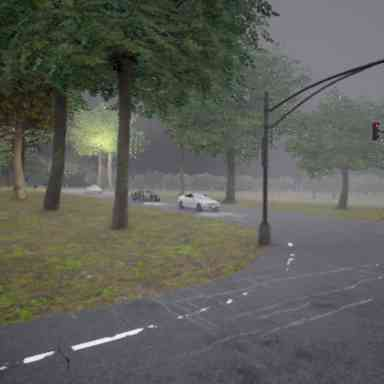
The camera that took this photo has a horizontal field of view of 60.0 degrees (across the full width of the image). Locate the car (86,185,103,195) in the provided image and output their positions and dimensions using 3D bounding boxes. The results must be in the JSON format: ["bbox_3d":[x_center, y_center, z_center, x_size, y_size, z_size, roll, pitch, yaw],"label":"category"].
[{"bbox_3d":[-16.111,-0.357,54.854,1.812,1.442,4.674,1,1,-32],"label":"car"}]

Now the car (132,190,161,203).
[{"bbox_3d":[-5.124,0.424,37.222,1.994,1.385,4.181,1,2,-32],"label":"car"}]

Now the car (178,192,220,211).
[{"bbox_3d":[0.491,0.789,28.271,1.812,1.442,4.674,1,2,-32],"label":"car"}]
